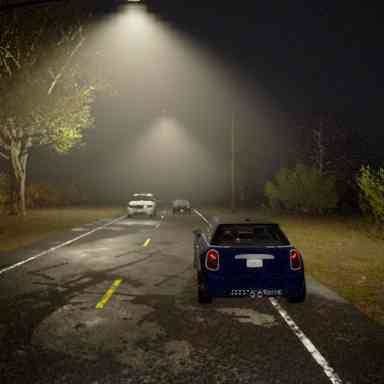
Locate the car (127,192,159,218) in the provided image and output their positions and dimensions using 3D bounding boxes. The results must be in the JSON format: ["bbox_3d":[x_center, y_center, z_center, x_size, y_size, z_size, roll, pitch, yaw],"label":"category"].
[{"bbox_3d":[-4.404,1.181,29.774,2.150,2.045,5.566,0,0,-3],"label":"car"}]

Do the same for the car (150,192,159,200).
[{"bbox_3d":[-9.389,0.990,82.558,2.150,2.045,5.566,0,0,-8],"label":"car"}]

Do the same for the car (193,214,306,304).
[{"bbox_3d":[1.129,1.346,8.337,2.097,1.767,4.553,0,0,-1],"label":"car"}]

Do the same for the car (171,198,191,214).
[{"bbox_3d":[-1.109,1.547,35.070,1.895,1.301,4.718,0,0,-3],"label":"car"}]

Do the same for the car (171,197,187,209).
[{"bbox_3d":[-1.843,1.484,45.335,1.994,1.385,4.181,0,0,-5],"label":"car"}]
